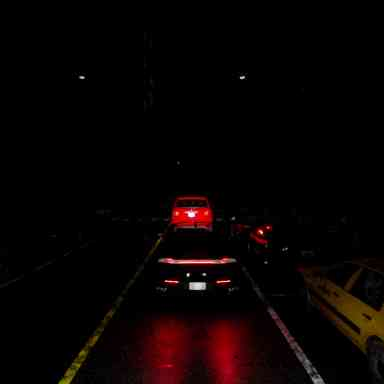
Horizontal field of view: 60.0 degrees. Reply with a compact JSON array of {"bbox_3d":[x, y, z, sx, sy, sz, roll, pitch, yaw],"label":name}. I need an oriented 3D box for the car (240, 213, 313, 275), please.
[{"bbox_3d":[2.863,1.562,10.273,1.947,1.339,4.313,-1,0,0],"label":"car"}]

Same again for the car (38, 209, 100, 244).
[{"bbox_3d":[-5.684,1.539,15.853,1.887,1.381,4.507,-1,0,0],"label":"car"}]

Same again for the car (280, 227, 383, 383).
[{"bbox_3d":[2.864,1.524,4.857,1.752,1.417,4.829,-1,0,0],"label":"car"}]

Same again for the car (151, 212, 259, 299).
[{"bbox_3d":[0.096,1.489,8.445,2.128,1.511,4.902,0,0,0],"label":"car"}]

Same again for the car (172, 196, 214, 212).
[{"bbox_3d":[0.062,1.215,18.793,2.150,2.045,5.566,0,0,2],"label":"car"}]

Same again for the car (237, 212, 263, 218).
[{"bbox_3d":[2.861,1.576,15.859,1.802,1.307,4.206,-1,0,0],"label":"car"}]
